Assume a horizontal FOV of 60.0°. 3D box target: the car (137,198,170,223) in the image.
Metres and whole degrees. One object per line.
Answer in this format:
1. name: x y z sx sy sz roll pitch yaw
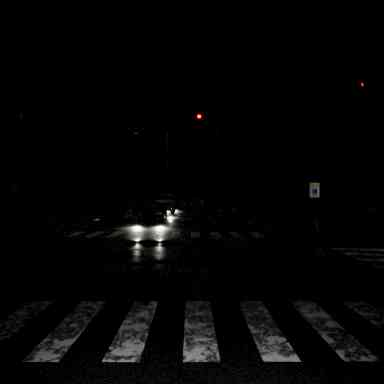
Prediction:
1. car: -2.992 1.489 25.670 1.882 1.535 5.008 0 0 0

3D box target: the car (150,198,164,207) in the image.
1. car: -5.537 1.622 52.552 1.802 1.307 4.206 0 0 0

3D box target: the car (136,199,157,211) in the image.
1. car: -5.585 1.579 41.638 2.008 1.369 4.403 0 0 0

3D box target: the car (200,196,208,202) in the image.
1. car: 2.682 1.573 75.896 1.837 1.490 4.892 0 0 0

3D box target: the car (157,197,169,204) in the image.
1. car: -5.490 1.635 63.466 1.802 1.307 4.206 0 0 0

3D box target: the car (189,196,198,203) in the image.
1. car: 0.394 1.586 69.255 1.812 1.442 4.674 0 0 0

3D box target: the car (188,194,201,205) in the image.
1. car: 0.350 1.612 59.270 1.994 1.385 4.181 0 0 1

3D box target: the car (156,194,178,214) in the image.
1. car: -2.946 1.243 35.736 2.150 2.045 5.566 0 0 0

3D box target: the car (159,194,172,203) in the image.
1. car: -5.466 1.374 68.923 2.192 1.841 5.009 0 0 0

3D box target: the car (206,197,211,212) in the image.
1. car: 2.916 1.588 36.152 1.947 1.339 4.313 0 0 0

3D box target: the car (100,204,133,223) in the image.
1. car: -5.656 1.576 25.267 1.947 1.339 4.313 0 0 0

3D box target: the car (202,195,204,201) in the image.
1. car: 2.988 1.481 52.521 1.967 1.590 4.097 0 0 0

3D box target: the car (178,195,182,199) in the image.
1. car: -2.892 1.525 46.180 2.128 1.511 4.902 0 0 0

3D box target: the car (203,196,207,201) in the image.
1. car: 2.964 1.585 47.065 2.008 1.369 4.403 0 0 0

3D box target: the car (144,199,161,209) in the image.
1. car: -5.561 1.616 47.095 1.802 1.307 4.206 0 0 0

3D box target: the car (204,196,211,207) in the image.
1. car: 2.940 1.579 41.608 2.008 1.369 4.403 0 0 0

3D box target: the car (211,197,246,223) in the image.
1. car: 2.869 1.326 25.239 2.192 1.841 5.009 0 0 0
